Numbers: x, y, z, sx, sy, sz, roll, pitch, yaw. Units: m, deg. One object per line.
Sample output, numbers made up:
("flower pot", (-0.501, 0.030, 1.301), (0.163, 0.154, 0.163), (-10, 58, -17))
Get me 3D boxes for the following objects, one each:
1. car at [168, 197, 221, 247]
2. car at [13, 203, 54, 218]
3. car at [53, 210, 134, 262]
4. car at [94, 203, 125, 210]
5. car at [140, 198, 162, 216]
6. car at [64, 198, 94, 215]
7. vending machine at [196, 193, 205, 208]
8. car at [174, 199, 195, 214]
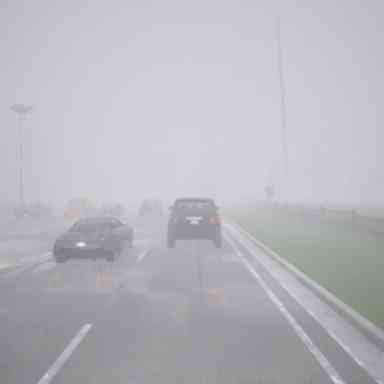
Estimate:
("car", (0.093, 1.243, 15.249), (2.150, 2.045, 5.566), (0, 0, 0))
("car", (-14.228, 1.642, 30.218), (1.895, 1.301, 4.718), (0, 0, -4))
("car", (-3.405, 1.581, 12.202), (1.994, 1.385, 4.181), (0, 0, 0))
("car", (-7.228, 1.643, 30.230), (1.895, 1.301, 4.718), (0, 0, -4))
("car", (-4.033, 1.399, 33.070), (2.097, 1.767, 4.553), (0, 0, -6))
("car", (-11.031, 1.398, 32.923), (2.097, 1.767, 4.553), (0, 0, -6))
("vending machine", (1.191, 1.265, 47.882), (1.100, 2.100, 0.880), (0, 0, -13))
("car", (-0.879, 1.578, 36.596), (1.812, 1.442, 4.674), (0, 0, -8))
